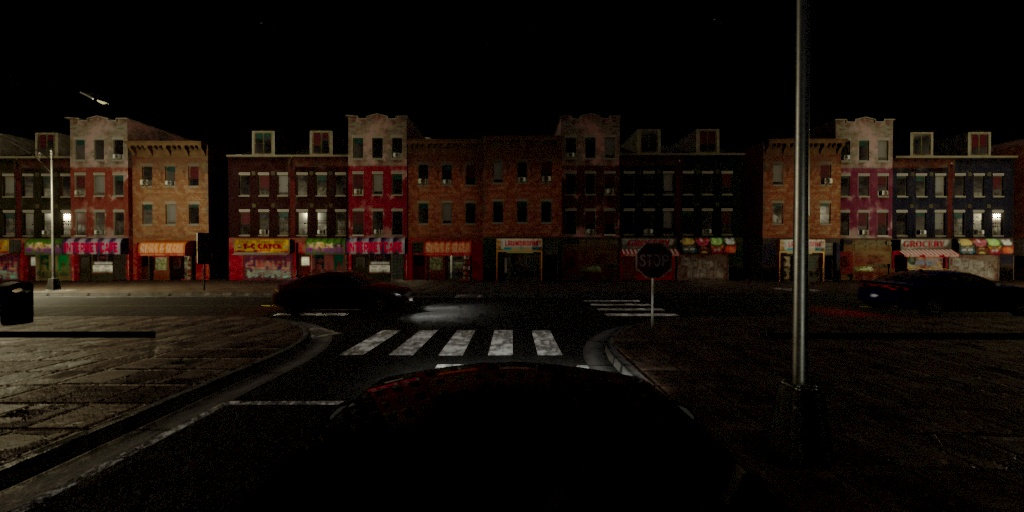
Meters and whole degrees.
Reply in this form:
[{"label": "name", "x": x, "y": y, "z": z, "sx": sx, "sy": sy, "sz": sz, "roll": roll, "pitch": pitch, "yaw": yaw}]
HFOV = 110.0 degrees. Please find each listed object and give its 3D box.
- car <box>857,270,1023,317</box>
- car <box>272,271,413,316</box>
[{"label": "car", "x": 15.341, "y": 1.256, "z": 12.735, "sx": 5.008, "sy": 1.535, "sz": 1.882, "roll": 0, "pitch": 1, "yaw": 0}, {"label": "car", "x": -5.947, "y": 1.275, "z": 12.808, "sx": 4.674, "sy": 1.442, "sz": 1.812, "roll": 0, "pitch": 0, "yaw": 0}]
